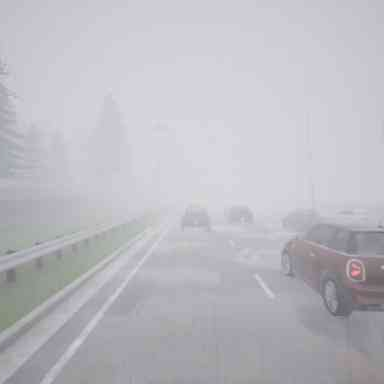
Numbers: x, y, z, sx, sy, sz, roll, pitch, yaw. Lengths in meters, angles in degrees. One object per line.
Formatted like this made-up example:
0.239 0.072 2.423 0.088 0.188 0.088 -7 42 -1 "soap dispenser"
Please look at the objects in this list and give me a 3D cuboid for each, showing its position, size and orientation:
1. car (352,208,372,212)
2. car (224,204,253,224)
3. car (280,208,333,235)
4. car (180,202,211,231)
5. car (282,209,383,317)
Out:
10.739 1.805 21.880 1.812 1.442 4.674 0 -1 0 "car"
3.793 1.787 27.210 1.837 1.490 4.892 0 -1 0 "car"
7.248 1.817 21.560 1.994 1.385 4.181 0 -1 0 "car"
0.252 1.704 22.165 2.128 1.511 4.902 0 0 0 "car"
3.644 1.452 7.838 2.097 1.767 4.553 0 -1 0 "car"
